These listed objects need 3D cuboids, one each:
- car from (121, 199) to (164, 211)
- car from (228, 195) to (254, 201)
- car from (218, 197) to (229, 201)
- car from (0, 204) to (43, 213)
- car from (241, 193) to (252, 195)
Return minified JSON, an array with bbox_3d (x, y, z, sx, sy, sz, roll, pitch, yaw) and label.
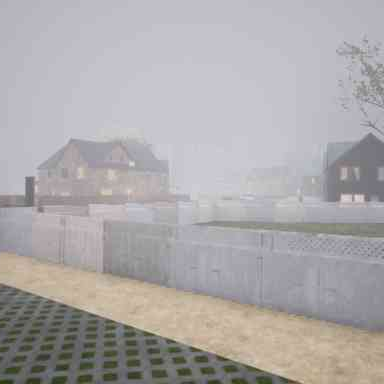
[{"bbox_3d":[-4.657,1.436,32.236,2.128,1.511,4.902,2,1,37],"label":"car"},{"bbox_3d":[7.006,1.598,46.254,2.033,1.411,5.357,1,1,20],"label":"car"},{"bbox_3d":[5.114,1.491,49.505,1.837,1.490,4.892,2,0,18],"label":"car"},{"bbox_3d":[-12.165,1.499,22.281,2.033,1.411,5.357,2,1,37],"label":"car"},{"bbox_3d":[9.665,1.234,59.235,2.150,2.045,5.566,1,0,3],"label":"car"}]
